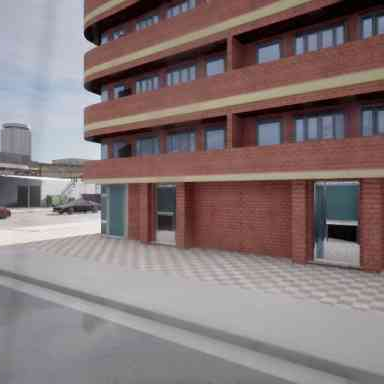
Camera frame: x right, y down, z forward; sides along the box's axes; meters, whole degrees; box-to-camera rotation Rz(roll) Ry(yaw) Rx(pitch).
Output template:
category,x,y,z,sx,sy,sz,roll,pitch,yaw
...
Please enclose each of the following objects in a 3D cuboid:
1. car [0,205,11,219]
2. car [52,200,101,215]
category,x,y,z,sx,sy,sz,roll,pitch,yaw
car,-17.013,1.564,26.880,1.994,1.385,4.181,0,0,34
car,-11.704,1.547,34.608,2.033,1.411,5.357,0,0,34
